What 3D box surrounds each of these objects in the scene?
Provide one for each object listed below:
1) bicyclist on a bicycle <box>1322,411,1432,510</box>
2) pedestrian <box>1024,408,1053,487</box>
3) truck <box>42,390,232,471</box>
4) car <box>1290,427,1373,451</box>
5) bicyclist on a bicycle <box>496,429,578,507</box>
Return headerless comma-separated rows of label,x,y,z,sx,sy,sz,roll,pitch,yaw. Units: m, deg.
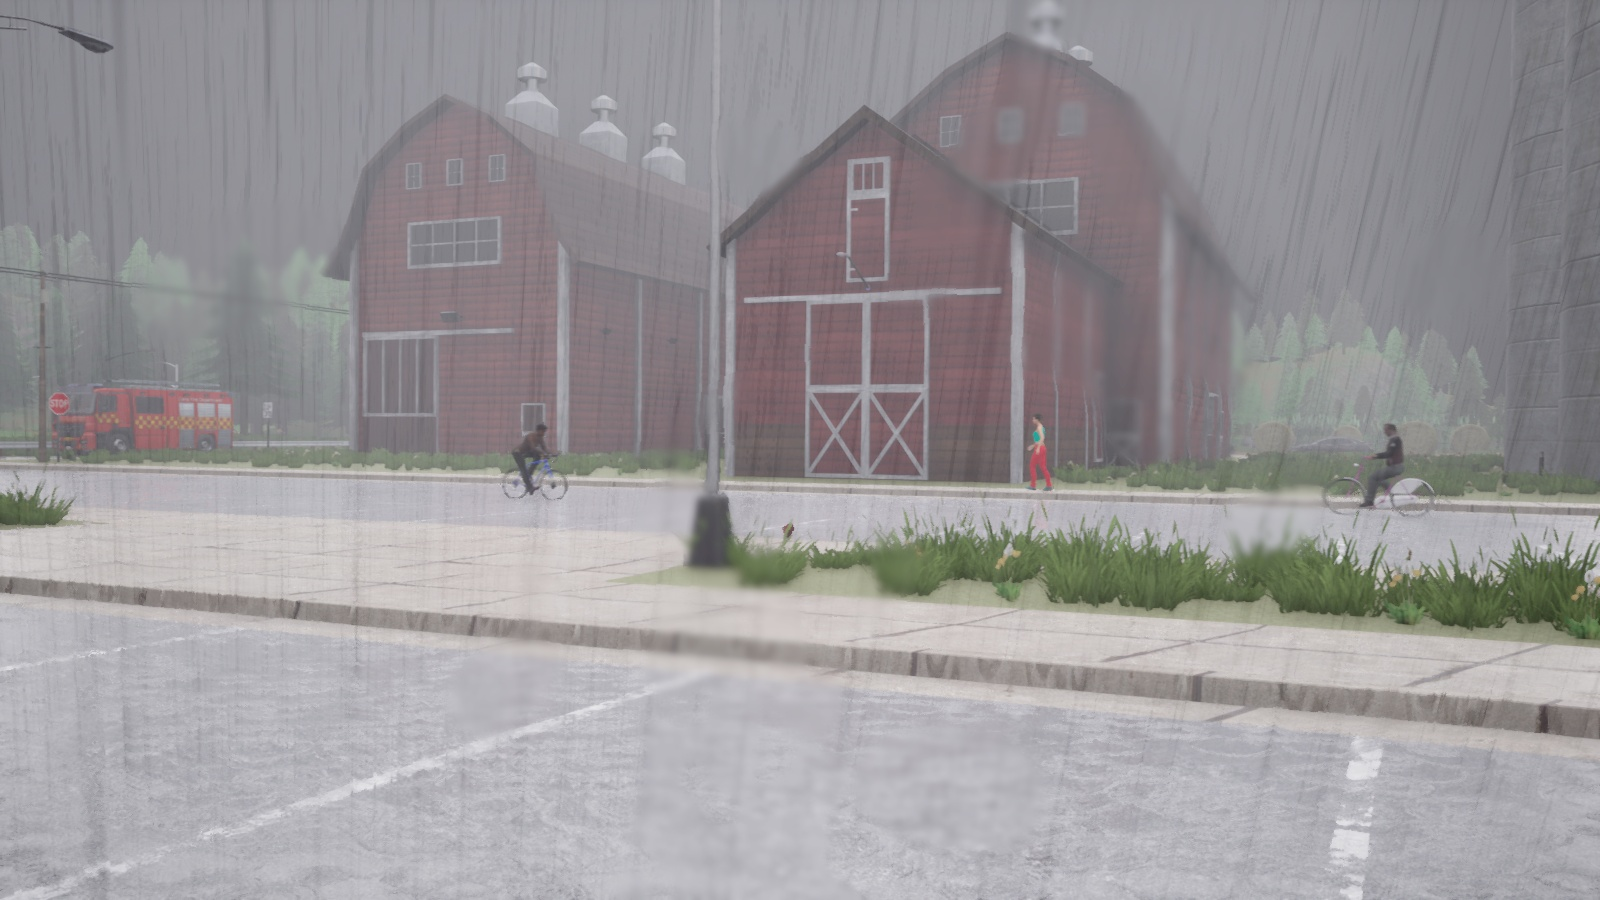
bicyclist on a bicycle,10.710,0.185,23.359,1.843,1.776,0.659,0,1,23
pedestrian,5.607,-0.067,29.542,0.594,1.836,0.345,0,1,30
truck,-33.319,-0.990,63.608,2.891,3.827,8.468,0,1,24
car,34.503,-0.719,81.605,4.892,1.490,1.837,0,1,23
bicyclist on a bicycle,-5.578,0.374,26.586,1.656,1.620,0.582,0,1,23
